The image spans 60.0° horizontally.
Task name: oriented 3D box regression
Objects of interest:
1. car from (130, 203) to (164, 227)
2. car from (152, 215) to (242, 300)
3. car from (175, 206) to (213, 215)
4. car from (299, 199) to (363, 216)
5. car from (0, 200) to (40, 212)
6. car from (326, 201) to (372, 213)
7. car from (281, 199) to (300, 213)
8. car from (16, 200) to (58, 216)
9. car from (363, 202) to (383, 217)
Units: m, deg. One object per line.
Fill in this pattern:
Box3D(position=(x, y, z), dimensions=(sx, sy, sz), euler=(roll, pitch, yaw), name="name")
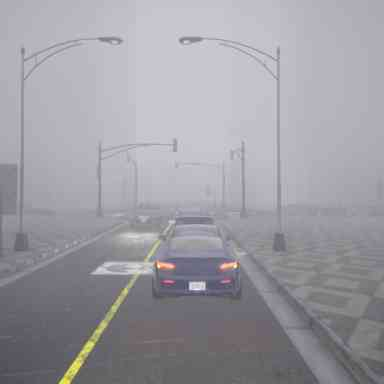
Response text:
Box3D(position=(-2.995, 1.499, 22.908), dimensions=(2.128, 1.511, 4.902), euler=(0, 0, 0), name="car")
Box3D(position=(0.105, 1.528, 8.292), dimensions=(1.812, 1.442, 4.674), euler=(0, 0, 0), name="car")
Box3D(position=(0.103, 1.483, 17.630), dimensions=(1.882, 1.535, 5.008), euler=(0, 0, 0), name="car")
Box3D(position=(12.337, 1.544, 29.751), dimensions=(4.403, 1.369, 2.008), euler=(0, -1, 0), name="car")
Box3D(position=(-20.151, 1.580, 38.173), dimensions=(4.403, 1.369, 2.008), euler=(0, -1, 0), name="car")
Box3D(position=(18.010, 1.694, 38.293), dimensions=(4.403, 1.369, 2.008), euler=(0, -1, 0), name="car")
Box3D(position=(12.340, 1.563, 38.277), dimensions=(4.097, 1.590, 1.967), euler=(0, -1, 0), name="car")
Box3D(position=(-14.583, 1.437, 29.667), dimensions=(4.829, 1.417, 1.752), euler=(0, -1, 0), name="car")
Box3D(position=(18.007, 1.579, 29.769), dimensions=(4.313, 1.339, 1.947), euler=(0, -1, 0), name="car")
